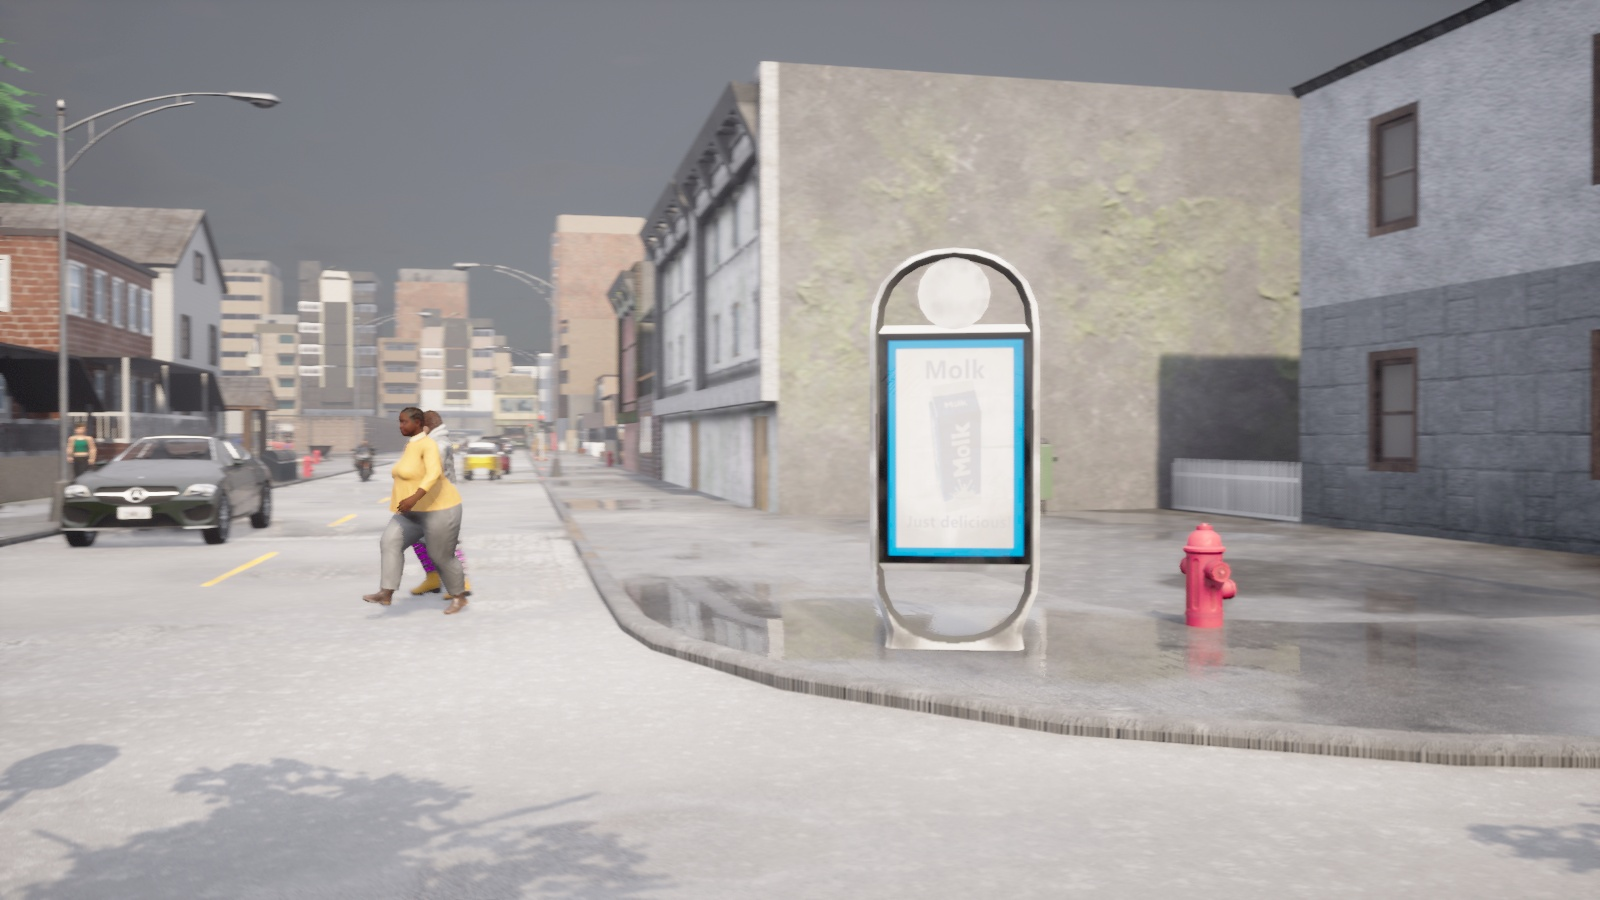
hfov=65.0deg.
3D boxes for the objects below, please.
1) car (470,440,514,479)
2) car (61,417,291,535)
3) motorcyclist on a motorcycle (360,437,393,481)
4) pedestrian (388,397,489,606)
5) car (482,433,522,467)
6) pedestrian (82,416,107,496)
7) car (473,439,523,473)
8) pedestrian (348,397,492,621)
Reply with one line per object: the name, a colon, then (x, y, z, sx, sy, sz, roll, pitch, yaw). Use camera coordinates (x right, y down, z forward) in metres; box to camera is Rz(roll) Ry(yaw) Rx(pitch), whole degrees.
car: (-11.214, 0.324, 45.852, 1.481, 1.376, 2.207, 0, 1, -12)
car: (-9.818, 0.335, 20.263, 2.152, 1.651, 5.027, 0, 1, -12)
motorcyclist on a motorcycle: (-15.032, 0.298, 44.586, 0.866, 1.530, 2.191, 0, 1, -12)
pedestrian: (-3.517, 0.475, 12.199, 0.873, 1.952, 0.659, 0, 1, -22)
car: (-14.615, -0.025, 61.723, 1.851, 1.617, 3.988, 0, 1, -12)
pedestrian: (-16.432, 0.134, 29.250, 0.345, 1.836, 0.594, 0, 1, -13)
car: (-12.877, 0.239, 53.636, 1.994, 1.385, 4.181, 0, 1, -13)
pedestrian: (-3.327, 0.481, 10.997, 0.900, 1.855, 0.874, 0, 1, -44)
